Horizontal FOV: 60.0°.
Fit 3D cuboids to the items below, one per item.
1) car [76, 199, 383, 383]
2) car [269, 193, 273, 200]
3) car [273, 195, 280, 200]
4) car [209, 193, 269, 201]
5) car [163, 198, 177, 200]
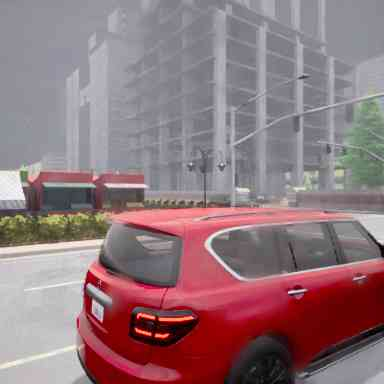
[{"bbox_3d":[1.292,1.221,4.713,5.566,2.045,2.150,0,0,-35],"label":"car"},{"bbox_3d":[11.664,1.114,58.231,1.905,1.878,3.866,0,0,-36],"label":"car"},{"bbox_3d":[14.053,1.114,59.946,1.905,1.878,3.866,0,0,-36],"label":"car"},{"bbox_3d":[3.617,1.166,29.021,2.150,2.045,5.566,0,0,-36],"label":"car"},{"bbox_3d":[-2.445,1.422,37.366,1.882,1.535,5.008,0,0,-36],"label":"car"}]
